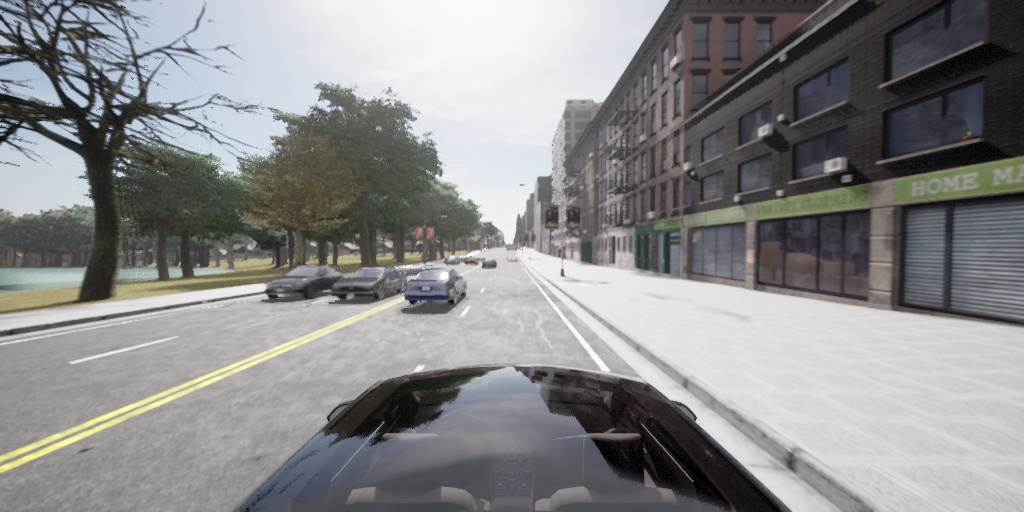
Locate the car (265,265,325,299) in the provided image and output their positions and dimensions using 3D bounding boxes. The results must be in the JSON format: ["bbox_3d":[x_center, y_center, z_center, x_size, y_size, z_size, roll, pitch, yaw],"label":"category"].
[{"bbox_3d":[-9.851,1.186,17.553,1.812,1.442,4.674,0,0,0],"label":"car"}]

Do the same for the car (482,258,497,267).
[{"bbox_3d":[-3.159,0.898,51.370,1.994,1.385,4.181,0,1,0],"label":"car"}]

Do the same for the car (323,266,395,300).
[{"bbox_3d":[-6.603,1.209,17.325,2.033,1.411,5.357,0,0,0],"label":"car"}]

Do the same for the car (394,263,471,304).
[{"bbox_3d":[-3.152,1.220,15.657,2.033,1.411,5.357,0,0,0],"label":"car"}]

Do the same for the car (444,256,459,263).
[{"bbox_3d":[-9.807,0.699,58.220,2.128,1.511,4.902,0,1,1],"label":"car"}]

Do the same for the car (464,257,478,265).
[{"bbox_3d":[-6.556,0.816,57.821,1.895,1.301,4.718,0,1,1],"label":"car"}]
